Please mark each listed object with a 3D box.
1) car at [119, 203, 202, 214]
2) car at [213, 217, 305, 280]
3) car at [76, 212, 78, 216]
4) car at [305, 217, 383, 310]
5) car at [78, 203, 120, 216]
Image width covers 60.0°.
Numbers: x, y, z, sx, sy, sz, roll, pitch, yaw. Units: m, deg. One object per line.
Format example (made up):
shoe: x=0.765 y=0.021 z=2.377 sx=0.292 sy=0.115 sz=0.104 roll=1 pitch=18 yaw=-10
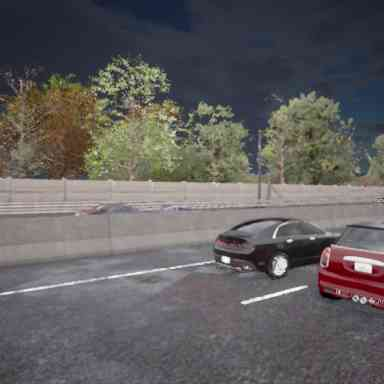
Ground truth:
car: x=-1.519 y=1.513 z=20.096 sx=4.902 sy=1.511 sz=2.128 roll=0 pitch=0 yaw=-35
car: x=2.858 y=1.521 z=10.079 sx=4.892 sy=1.490 sz=1.837 roll=0 pitch=0 yaw=-35
car: x=-6.390 y=1.545 z=25.206 sx=4.674 sy=1.442 sz=1.812 roll=0 pitch=0 yaw=-36
car: x=4.778 y=1.368 z=7.150 sx=4.553 sy=1.767 sz=2.097 roll=0 pitch=0 yaw=-35
car: x=-4.937 y=1.582 z=21.959 sx=4.181 sy=1.385 sz=1.994 roll=0 pitch=0 yaw=-35
